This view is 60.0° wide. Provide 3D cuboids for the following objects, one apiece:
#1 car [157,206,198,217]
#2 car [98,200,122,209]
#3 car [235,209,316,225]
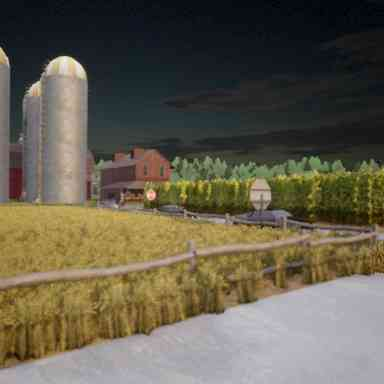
[{"bbox_3d":[-1.449,1.876,29.276,1.895,1.301,4.718,1,-1,-36],"label":"car"},{"bbox_3d":[-10.461,1.730,41.965,2.128,1.511,4.902,1,0,-36],"label":"car"},{"bbox_3d":[4.902,1.761,20.439,2.033,1.411,5.357,1,-1,-36],"label":"car"}]
